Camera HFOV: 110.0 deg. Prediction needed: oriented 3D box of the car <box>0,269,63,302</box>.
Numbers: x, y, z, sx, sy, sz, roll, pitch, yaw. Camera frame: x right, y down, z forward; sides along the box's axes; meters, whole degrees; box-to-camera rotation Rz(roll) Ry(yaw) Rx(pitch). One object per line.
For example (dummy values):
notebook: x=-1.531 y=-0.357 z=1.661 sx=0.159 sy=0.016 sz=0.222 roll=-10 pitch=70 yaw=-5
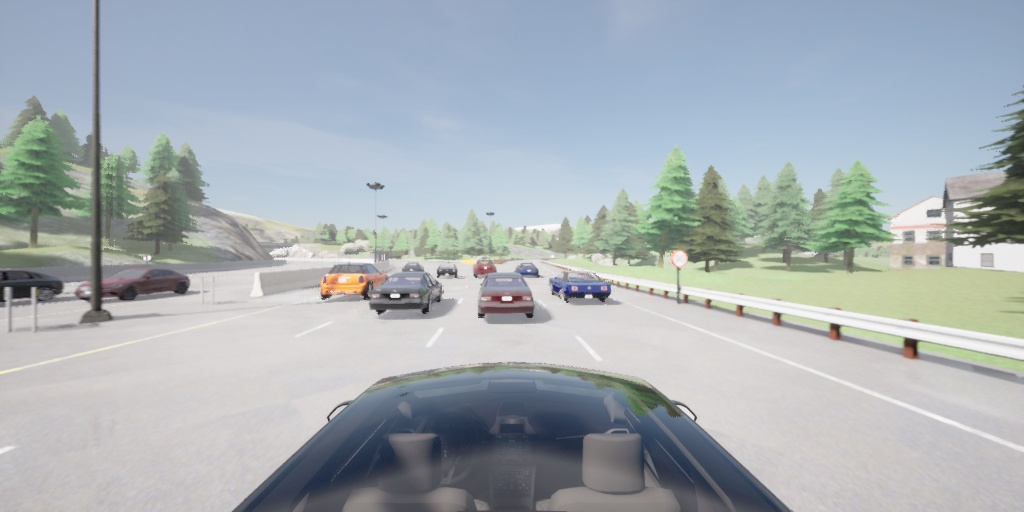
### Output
car: x=-21.545 y=1.300 z=14.473 sx=1.837 sy=1.490 sz=4.892 roll=0 pitch=-1 yaw=-3

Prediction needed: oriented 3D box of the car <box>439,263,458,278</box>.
car: x=-6.195 y=1.366 z=34.446 sx=1.895 sy=1.301 sz=4.718 roll=0 pitch=0 yaw=-9

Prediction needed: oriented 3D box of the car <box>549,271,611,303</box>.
car: x=2.953 y=1.346 z=16.713 sx=1.895 sy=1.301 sz=4.718 roll=0 pitch=0 yaw=-4

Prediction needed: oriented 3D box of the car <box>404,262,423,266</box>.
car: x=-10.233 y=1.337 z=37.125 sx=1.994 sy=1.385 sz=4.181 roll=0 pitch=0 yaw=-10

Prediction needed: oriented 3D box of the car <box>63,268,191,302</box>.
car: x=-18.224 y=1.314 z=17.615 sx=1.812 sy=1.442 sz=4.674 roll=0 pitch=0 yaw=-5

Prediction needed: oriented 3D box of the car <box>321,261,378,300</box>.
car: x=-7.722 y=1.118 z=18.108 sx=2.097 sy=1.767 sz=4.553 roll=0 pitch=0 yaw=-5

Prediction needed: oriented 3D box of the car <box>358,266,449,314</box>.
car: x=-3.853 y=1.306 z=13.841 sx=2.033 sy=1.411 sz=5.357 roll=0 pitch=0 yaw=-4

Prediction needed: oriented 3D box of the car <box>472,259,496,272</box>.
car: x=-2.729 y=1.110 z=34.718 sx=2.097 sy=1.767 sz=4.553 roll=0 pitch=0 yaw=-9

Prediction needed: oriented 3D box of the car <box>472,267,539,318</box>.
car: x=-0.299 y=1.299 z=13.040 sx=2.033 sy=1.411 sz=5.357 roll=0 pitch=0 yaw=-3

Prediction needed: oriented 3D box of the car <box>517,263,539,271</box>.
car: x=1.440 y=1.314 z=34.885 sx=1.994 sy=1.385 sz=4.181 roll=0 pitch=0 yaw=-4
